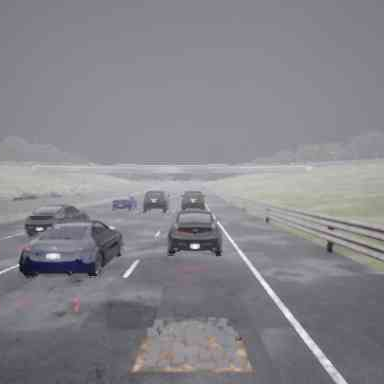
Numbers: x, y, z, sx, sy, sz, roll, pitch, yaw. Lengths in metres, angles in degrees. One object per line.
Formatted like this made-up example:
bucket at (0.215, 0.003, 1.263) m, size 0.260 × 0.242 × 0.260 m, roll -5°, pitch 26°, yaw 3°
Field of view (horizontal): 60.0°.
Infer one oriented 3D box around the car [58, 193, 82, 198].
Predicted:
car at (-17.561, 0.819, 49.079) m, size 1.812 × 1.442 × 4.674 m, roll 0°, pitch 1°, yaw 0°

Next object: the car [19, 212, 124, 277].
car at (-3.398, 1.527, 10.149) m, size 1.994 × 1.385 × 4.181 m, roll 0°, pitch 0°, yaw 0°

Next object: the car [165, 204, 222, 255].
car at (0.100, 1.445, 12.942) m, size 1.837 × 1.490 × 4.892 m, roll 0°, pitch 1°, yaw 0°

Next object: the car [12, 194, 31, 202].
car at (-24.555, 0.891, 49.188) m, size 1.895 × 1.301 × 4.718 m, roll 0°, pitch 1°, yaw 0°

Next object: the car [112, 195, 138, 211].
car at (-6.888, 1.073, 34.575) m, size 1.882 × 1.535 × 5.008 m, roll 0°, pitch 1°, yaw 0°

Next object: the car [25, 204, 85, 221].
car at (-6.895, 1.396, 17.429) m, size 1.837 × 1.490 × 4.892 m, roll 0°, pitch 1°, yaw 0°

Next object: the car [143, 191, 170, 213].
car at (-3.401, 0.862, 32.272) m, size 2.150 × 2.045 × 5.566 m, roll 0°, pitch 1°, yaw 0°

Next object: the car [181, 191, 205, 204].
car at (0.111, 0.863, 32.213) m, size 2.150 × 2.045 × 5.566 m, roll 0°, pitch 1°, yaw 0°

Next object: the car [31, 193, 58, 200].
car at (-21.056, 0.841, 49.072) m, size 2.033 × 1.411 × 5.357 m, roll 0°, pitch 1°, yaw 0°
